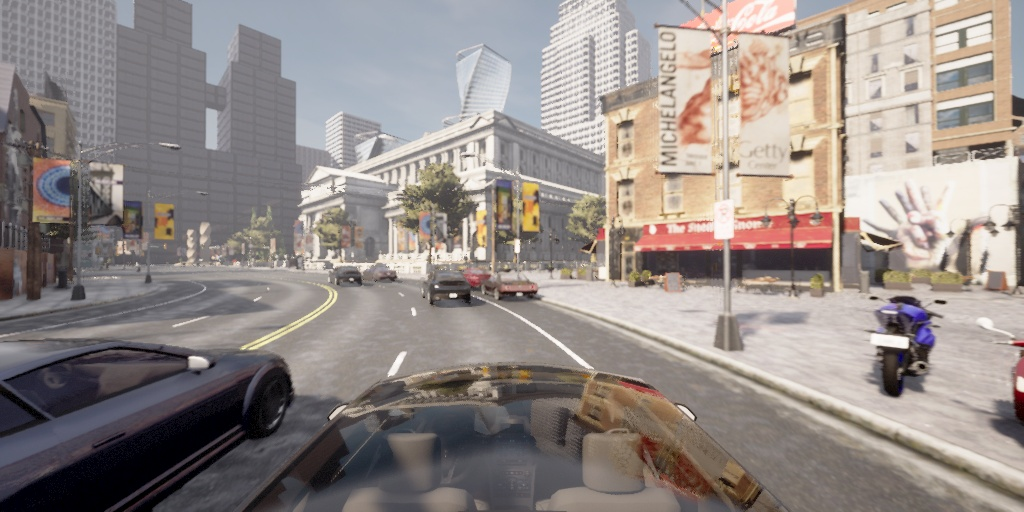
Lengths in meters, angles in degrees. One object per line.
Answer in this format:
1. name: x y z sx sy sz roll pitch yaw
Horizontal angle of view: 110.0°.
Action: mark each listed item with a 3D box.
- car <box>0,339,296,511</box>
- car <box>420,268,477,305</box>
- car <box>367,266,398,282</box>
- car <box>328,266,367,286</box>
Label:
1. car: -3.627 1.334 2.770 1.994 1.385 4.181 0 -1 -3
2. car: -3.273 1.426 17.357 1.837 1.490 4.892 1 -1 -19
3. car: -12.505 1.661 33.469 2.033 1.411 5.357 0 -1 -40
4. car: -13.555 1.574 29.028 1.837 1.490 4.892 1 -1 -36
